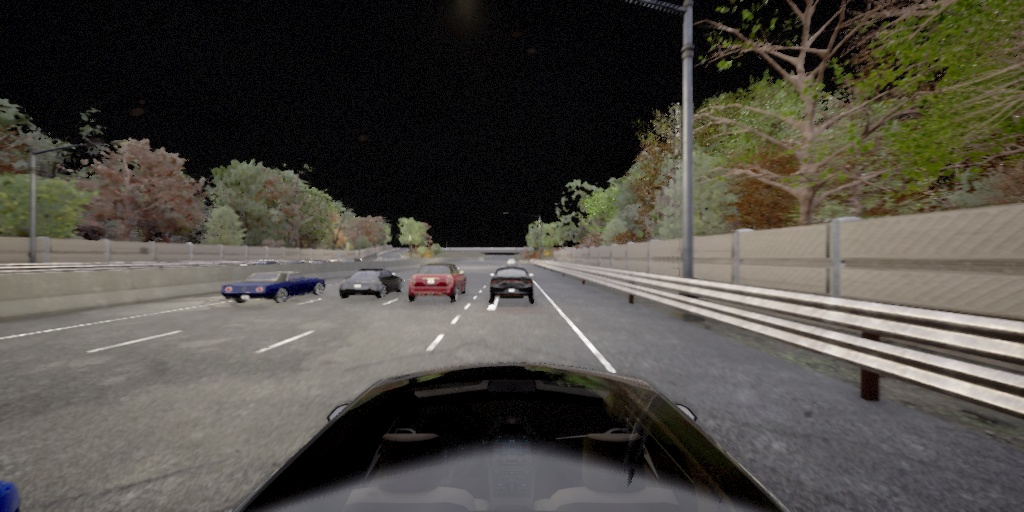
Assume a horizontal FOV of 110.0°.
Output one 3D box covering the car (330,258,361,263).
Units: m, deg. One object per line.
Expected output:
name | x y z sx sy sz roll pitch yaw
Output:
car | -21.108 1.093 46.549 2.097 1.767 4.553 0 0 0

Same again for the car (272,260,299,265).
car | -28.101 1.222 46.512 2.128 1.511 4.902 0 0 1

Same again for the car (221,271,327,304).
car | -10.415 1.333 16.232 1.895 1.301 4.718 0 0 0

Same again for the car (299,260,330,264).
car | -24.597 1.283 46.281 2.033 1.411 5.357 0 0 1

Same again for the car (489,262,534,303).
car | -0.019 1.225 16.802 1.882 1.535 5.008 0 0 0

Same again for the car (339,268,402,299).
car | -6.917 1.301 18.067 1.994 1.385 4.181 0 0 0

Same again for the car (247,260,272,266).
car | -31.589 1.272 45.950 2.033 1.411 5.357 0 0 1

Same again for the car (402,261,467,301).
car | -3.420 1.094 17.235 2.097 1.767 4.553 0 0 0
